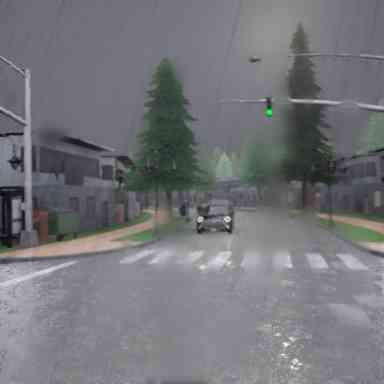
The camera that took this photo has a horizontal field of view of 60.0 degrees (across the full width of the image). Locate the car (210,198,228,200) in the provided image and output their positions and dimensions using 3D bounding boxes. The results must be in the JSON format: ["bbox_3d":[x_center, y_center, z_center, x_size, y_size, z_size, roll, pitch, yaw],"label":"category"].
[{"bbox_3d":[2.588,1.582,31.421,2.150,2.045,5.566,-1,-1,-1],"label":"car"}]

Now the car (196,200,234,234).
[{"bbox_3d":[1.554,1.588,21.057,2.097,1.767,4.553,-1,-1,9],"label":"car"}]

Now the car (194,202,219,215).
[{"bbox_3d":[1.781,2.079,42.320,2.033,1.411,5.357,-1,-1,-9],"label":"car"}]
